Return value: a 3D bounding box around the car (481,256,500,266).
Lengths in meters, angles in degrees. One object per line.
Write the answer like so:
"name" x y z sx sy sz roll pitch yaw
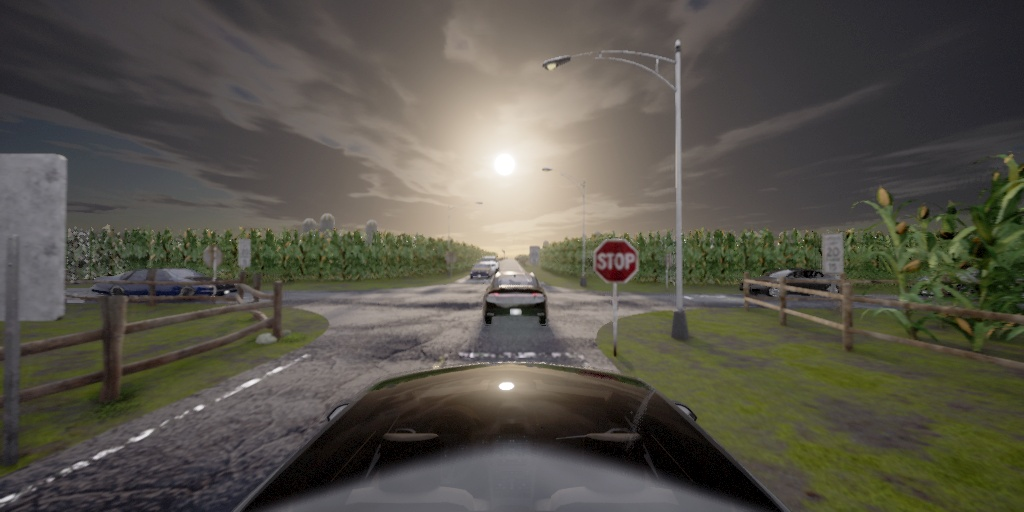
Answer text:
"car" -2.839 1.062 44.077 2.150 2.045 5.566 0 0 1

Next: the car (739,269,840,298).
"car" 14.668 1.416 18.902 4.892 1.490 1.837 0 -1 1

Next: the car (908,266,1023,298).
"car" 23.872 1.326 18.808 4.553 1.767 2.097 0 -1 1

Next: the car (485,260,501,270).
"car" -2.835 1.350 54.538 2.128 1.511 4.902 0 0 0

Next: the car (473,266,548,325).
"car" 0.097 1.267 11.903 2.128 1.511 4.902 0 0 0

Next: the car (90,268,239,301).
"car" -15.603 1.234 16.277 5.357 1.411 2.033 0 -1 -1

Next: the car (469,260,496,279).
"car" -2.851 1.368 33.816 2.033 1.411 5.357 0 0 0
